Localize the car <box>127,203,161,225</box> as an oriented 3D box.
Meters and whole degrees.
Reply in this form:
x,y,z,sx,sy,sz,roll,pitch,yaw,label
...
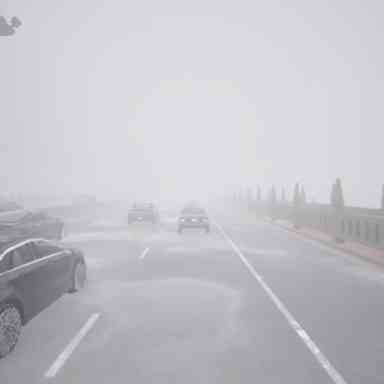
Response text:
x,y,z,sx,sy,sz,roll,pitch,yaw,label
-3.401,1.526,24.065,2.128,1.511,4.902,0,0,0,car

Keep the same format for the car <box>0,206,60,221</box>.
x,y,z,sx,sy,sz,roll,pitch,yaw,label
-6.901,1.520,14.033,1.837,1.490,4.892,0,0,0,car

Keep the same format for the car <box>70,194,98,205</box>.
x,y,z,sx,sy,sz,roll,pitch,yaw,label
-14.024,1.313,43.696,2.150,2.045,5.566,0,-1,1,car

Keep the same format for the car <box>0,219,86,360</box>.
x,y,z,sx,sy,sz,roll,pitch,yaw,label
-3.401,1.495,5.919,2.128,1.511,4.902,0,0,0,car

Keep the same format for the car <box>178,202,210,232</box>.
x,y,z,sx,sy,sz,roll,pitch,yaw,label
0.099,1.573,20.283,2.033,1.411,5.357,0,0,0,car

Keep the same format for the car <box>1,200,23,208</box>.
x,y,z,sx,sy,sz,roll,pitch,yaw,label
-17.581,1.529,30.733,1.882,1.535,5.008,0,0,0,car

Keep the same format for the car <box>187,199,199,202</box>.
x,y,z,sx,sy,sz,roll,pitch,yaw,label
0.100,1.607,41.785,1.812,1.442,4.674,0,0,0,car
